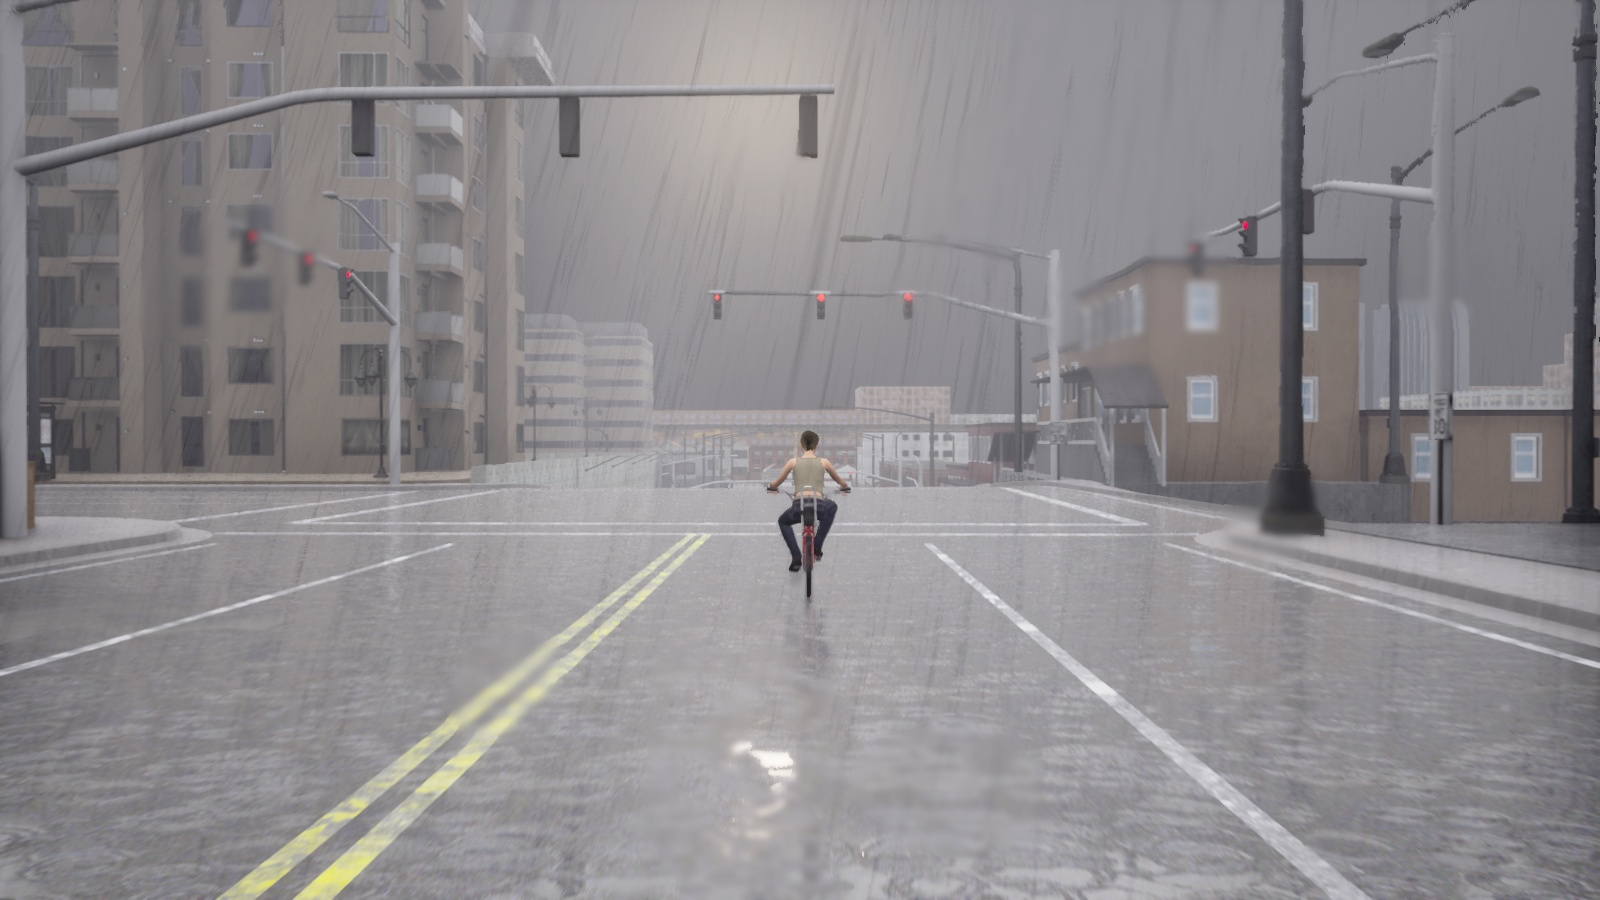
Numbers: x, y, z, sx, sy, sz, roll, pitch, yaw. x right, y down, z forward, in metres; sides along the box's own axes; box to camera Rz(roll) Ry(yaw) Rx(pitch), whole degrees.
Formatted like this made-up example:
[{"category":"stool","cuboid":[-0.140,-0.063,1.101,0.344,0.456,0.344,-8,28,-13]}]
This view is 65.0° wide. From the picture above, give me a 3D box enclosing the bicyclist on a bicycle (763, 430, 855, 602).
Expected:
[{"category":"bicyclist on a bicycle","cuboid":[0.087,0.612,12.523,0.866,1.612,1.509,0,0,0]}]
